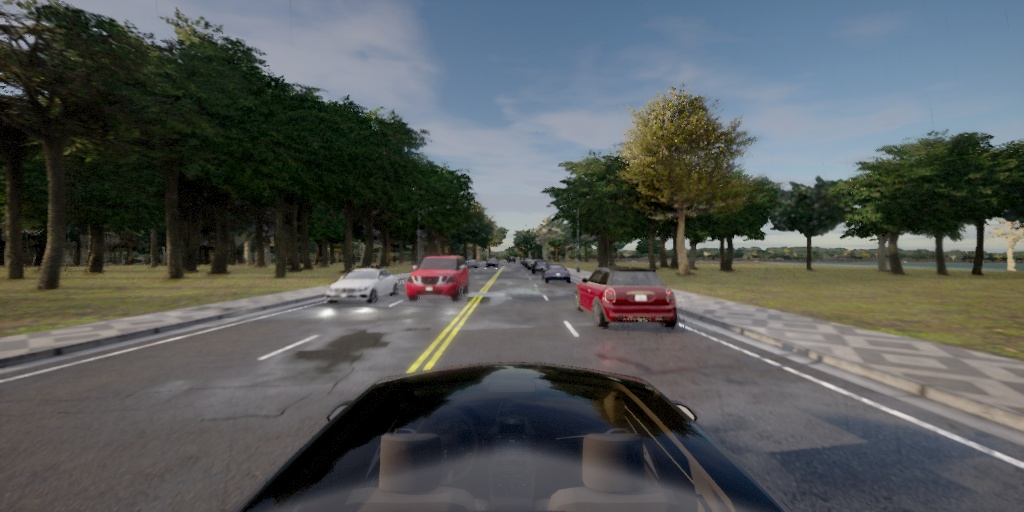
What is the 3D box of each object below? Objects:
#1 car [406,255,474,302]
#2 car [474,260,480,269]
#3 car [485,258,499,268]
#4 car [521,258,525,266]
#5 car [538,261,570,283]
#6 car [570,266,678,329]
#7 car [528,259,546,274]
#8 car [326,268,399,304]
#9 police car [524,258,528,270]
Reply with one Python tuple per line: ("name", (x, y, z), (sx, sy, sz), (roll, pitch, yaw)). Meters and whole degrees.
("car", (-3.350, 0.974, 17.278), (2.150, 2.045, 5.566), (0, 0, 0))
("car", (-6.537, 1.327, 59.037), (1.812, 1.442, 4.674), (0, 0, 1))
("car", (-3.286, 1.156, 60.286), (2.097, 1.767, 4.553), (0, 0, 1))
("car", (3.249, 1.316, 63.303), (2.163, 1.488, 4.792), (0, 0, 0))
("car", (3.349, 1.319, 27.969), (1.994, 1.385, 4.181), (0, 0, 0))
("car", (3.350, 1.103, 11.434), (2.097, 1.767, 4.553), (0, 0, 0))
("car", (3.249, 1.200, 41.272), (2.033, 1.649, 4.856), (0, 0, 0))
("car", (-6.600, 1.278, 16.390), (1.812, 1.442, 4.674), (0, 0, 0))
("police car", (3.249, 1.291, 52.273), (2.038, 1.542, 4.974), (0, 0, 0))
